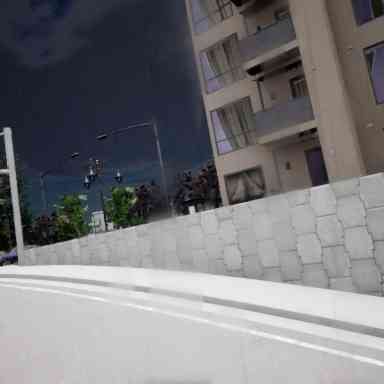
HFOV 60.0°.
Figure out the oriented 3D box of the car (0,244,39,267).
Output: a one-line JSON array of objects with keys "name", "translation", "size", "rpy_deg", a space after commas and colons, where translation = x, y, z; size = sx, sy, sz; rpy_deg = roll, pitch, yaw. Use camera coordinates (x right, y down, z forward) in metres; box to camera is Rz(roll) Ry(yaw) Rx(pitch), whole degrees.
[{"name": "car", "translation": [-15.554, 5.659, 29.610], "size": [2.097, 1.767, 4.553], "rpy_deg": [-15, -9, 35]}]
